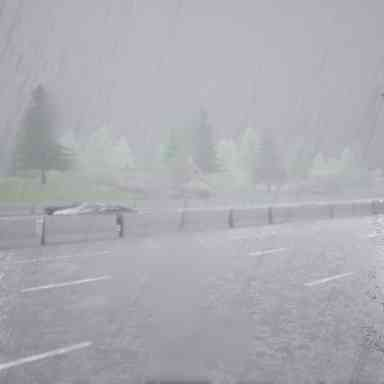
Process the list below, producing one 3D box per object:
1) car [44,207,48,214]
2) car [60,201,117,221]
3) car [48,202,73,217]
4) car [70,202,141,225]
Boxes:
[{"bbox_3d":[-10.961,1.576,30.458,4.718,1.301,1.895,0,0,-35],"label":"car"},{"bbox_3d":[-8.635,1.539,27.812,4.181,1.385,1.994,0,0,-35],"label":"car"},{"bbox_3d":[-7.626,1.505,24.251,4.674,1.442,1.812,0,0,-35],"label":"car"},{"bbox_3d":[-5.331,1.543,21.586,4.181,1.385,1.994,0,0,-35],"label":"car"}]
